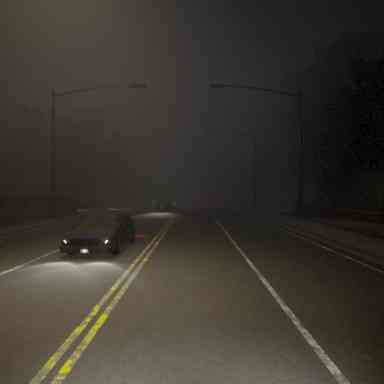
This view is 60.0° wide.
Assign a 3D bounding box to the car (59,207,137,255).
[{"bbox_3d":[-3.500,1.547,13.572,2.033,1.411,5.357,0,0,1],"label":"car"}]

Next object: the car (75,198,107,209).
[{"bbox_3d":[-13.880,1.547,43.365,5.357,1.411,2.033,0,0,0],"label":"car"}]

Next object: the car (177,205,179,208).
[{"bbox_3d":[-3.205,2.825,57.948,2.033,1.411,5.357,0,-10,1],"label":"car"}]

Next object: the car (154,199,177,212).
[{"bbox_3d":[-3.346,1.572,39.464,2.128,1.511,4.902,0,-1,0],"label":"car"}]
